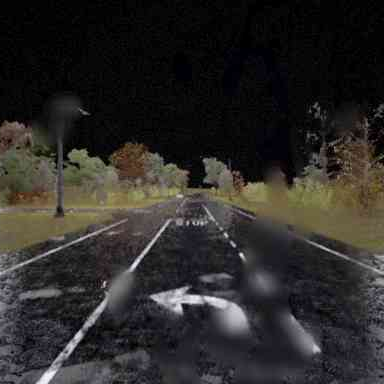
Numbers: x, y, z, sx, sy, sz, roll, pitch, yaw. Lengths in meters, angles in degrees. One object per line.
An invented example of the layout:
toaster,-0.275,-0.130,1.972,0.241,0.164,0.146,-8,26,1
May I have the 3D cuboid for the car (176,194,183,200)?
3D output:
car,-3.417,1.346,91.201,1.812,1.442,4.674,0,0,0
